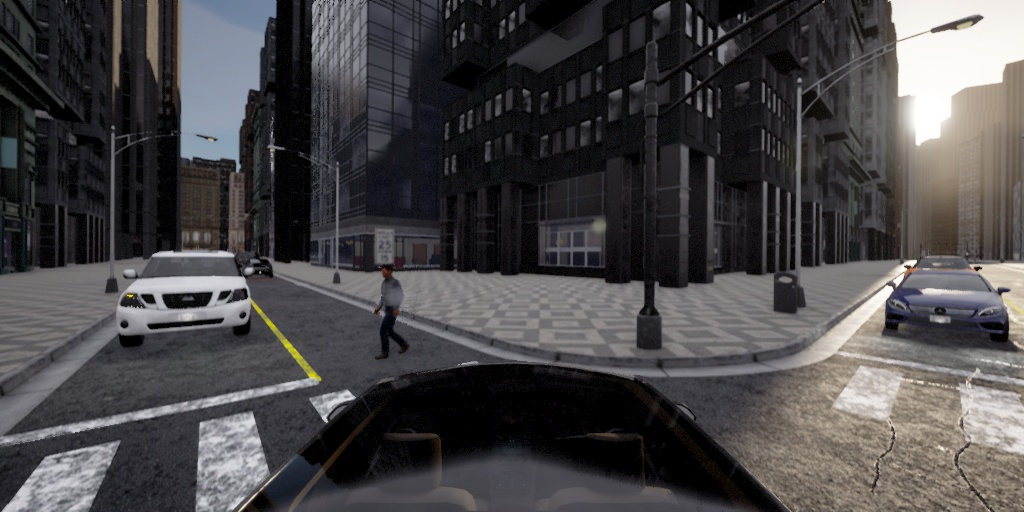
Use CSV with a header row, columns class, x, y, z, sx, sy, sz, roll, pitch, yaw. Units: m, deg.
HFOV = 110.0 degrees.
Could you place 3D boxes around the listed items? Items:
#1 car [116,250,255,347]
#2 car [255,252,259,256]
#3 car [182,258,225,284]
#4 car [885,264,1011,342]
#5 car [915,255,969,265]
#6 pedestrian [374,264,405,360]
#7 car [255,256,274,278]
class,x,y,z,sx,sy,sz,roll,pitch,yaw
car,-8.379,0.871,9.515,2.150,2.045,5.566,0,0,-39
car,-27.251,0.566,36.867,2.150,2.045,5.566,0,0,-41
car,-21.496,0.956,25.079,2.128,1.511,4.902,0,0,-40
car,11.238,1.097,9.329,4.674,1.442,1.812,-1,1,-38
car,18.881,0.788,15.780,4.553,1.767,2.097,-1,1,-40
pedestrian,-2.362,1.010,6.886,0.375,1.860,0.375,1,0,-40
car,-20.537,0.964,28.885,1.837,1.490,4.892,0,0,-40
